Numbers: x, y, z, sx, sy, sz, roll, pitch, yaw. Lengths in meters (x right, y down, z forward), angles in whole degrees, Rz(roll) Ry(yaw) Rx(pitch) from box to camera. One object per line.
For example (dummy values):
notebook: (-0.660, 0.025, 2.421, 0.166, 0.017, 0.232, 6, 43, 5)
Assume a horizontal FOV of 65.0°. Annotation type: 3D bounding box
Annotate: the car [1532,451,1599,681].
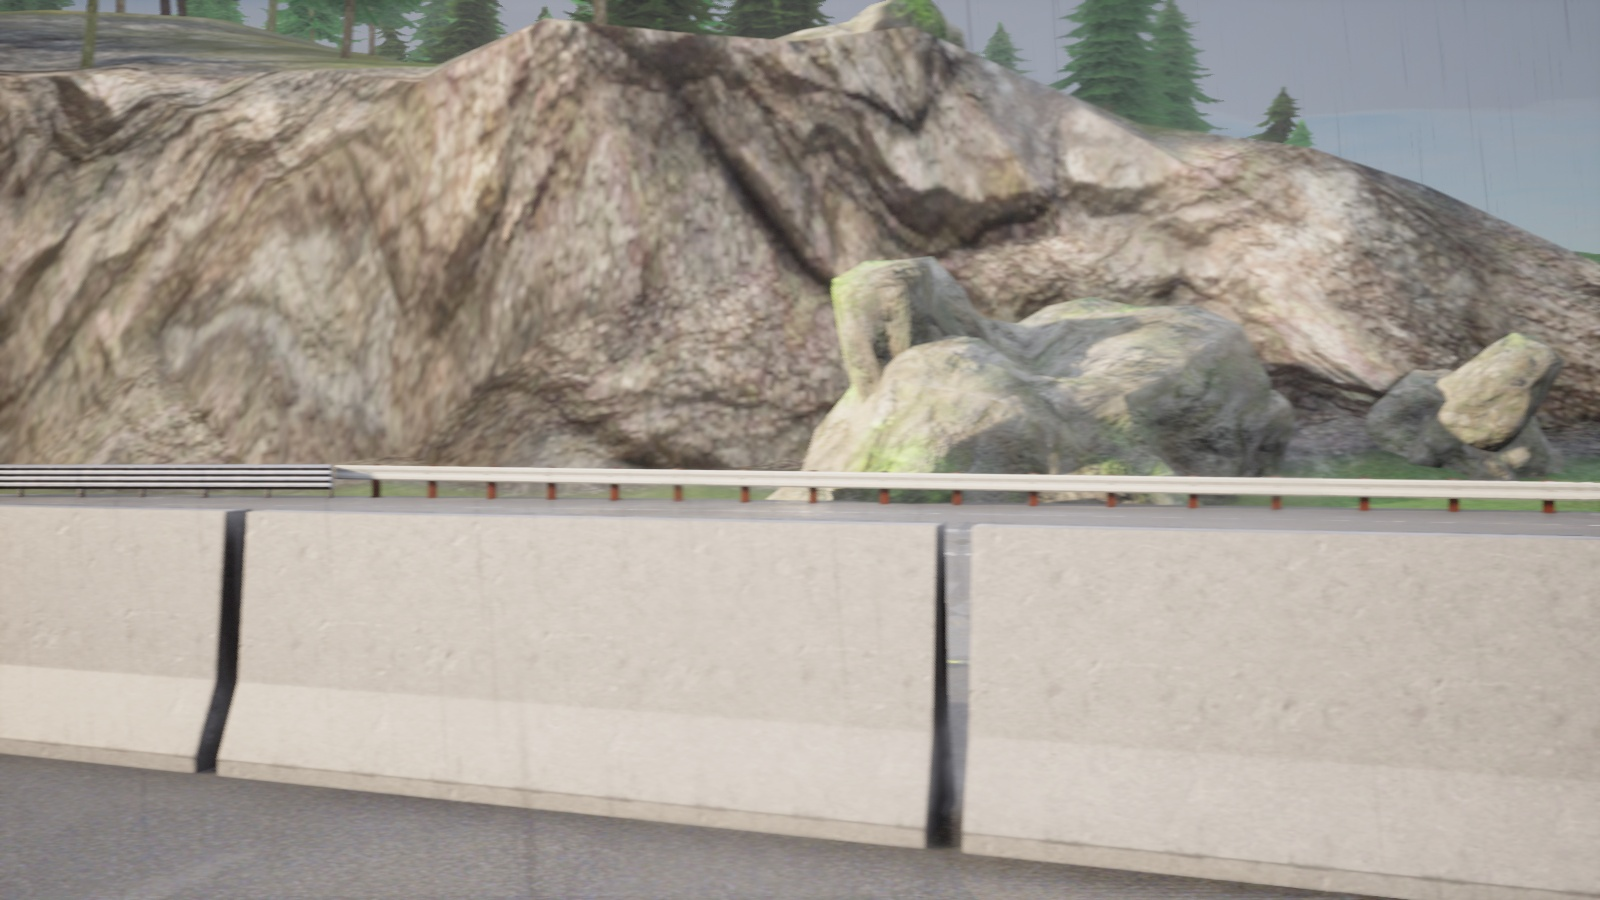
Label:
car: (7.873, 0.751, 7.895, 5.357, 1.411, 2.033, 1, 1, 20)
